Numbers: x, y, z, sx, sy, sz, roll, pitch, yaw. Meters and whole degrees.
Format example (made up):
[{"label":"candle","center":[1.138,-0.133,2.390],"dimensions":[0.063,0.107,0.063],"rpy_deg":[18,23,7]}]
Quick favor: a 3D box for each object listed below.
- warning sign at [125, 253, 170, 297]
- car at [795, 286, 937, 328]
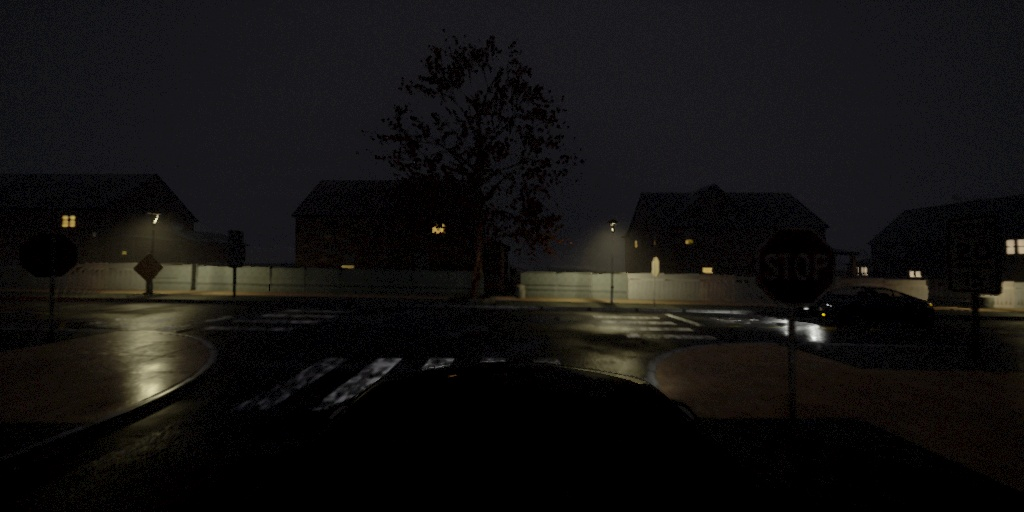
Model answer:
[{"label":"warning sign","center":[-15.867,0.807,15.625],"dimensions":[1.060,1.860,1.300],"rpy_deg":[0,0,0]},{"label":"car","center":[13.004,1.817,13.452],"dimensions":[4.181,1.385,1.994],"rpy_deg":[1,-1,-1]}]
